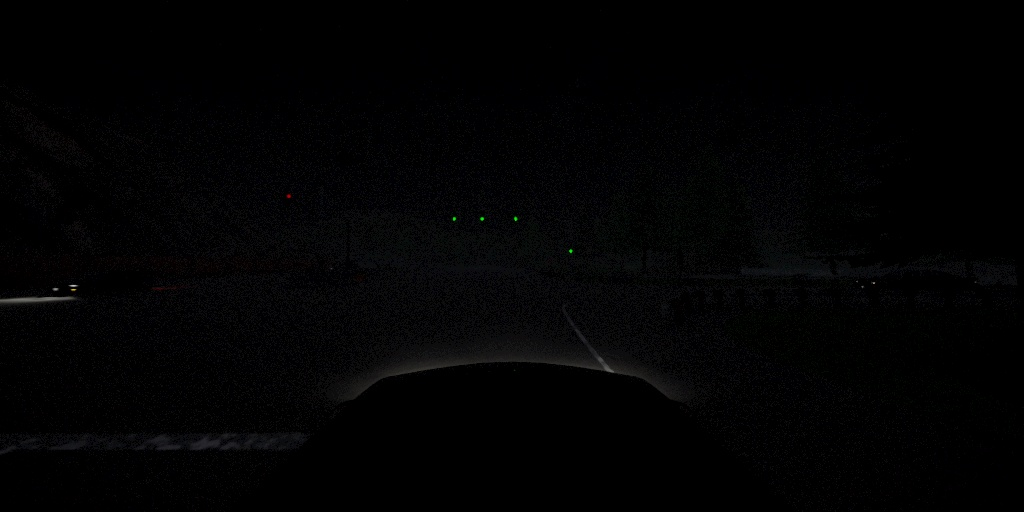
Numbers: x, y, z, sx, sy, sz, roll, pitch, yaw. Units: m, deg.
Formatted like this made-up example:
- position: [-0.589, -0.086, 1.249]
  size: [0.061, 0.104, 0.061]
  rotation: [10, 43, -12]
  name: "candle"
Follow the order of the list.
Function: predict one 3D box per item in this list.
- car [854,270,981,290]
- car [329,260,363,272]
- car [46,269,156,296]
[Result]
- position: [24.623, 1.546, 21.966]
  size: [5.357, 1.411, 2.033]
  rotation: [0, -1, 12]
  name: "car"
- position: [-24.519, 1.722, 52.634]
  size: [2.150, 2.045, 5.566]
  rotation: [0, 1, 0]
  name: "car"
- position: [-24.505, 1.563, 21.674]
  size: [1.837, 1.490, 4.892]
  rotation: [0, -1, 0]
  name: "car"
